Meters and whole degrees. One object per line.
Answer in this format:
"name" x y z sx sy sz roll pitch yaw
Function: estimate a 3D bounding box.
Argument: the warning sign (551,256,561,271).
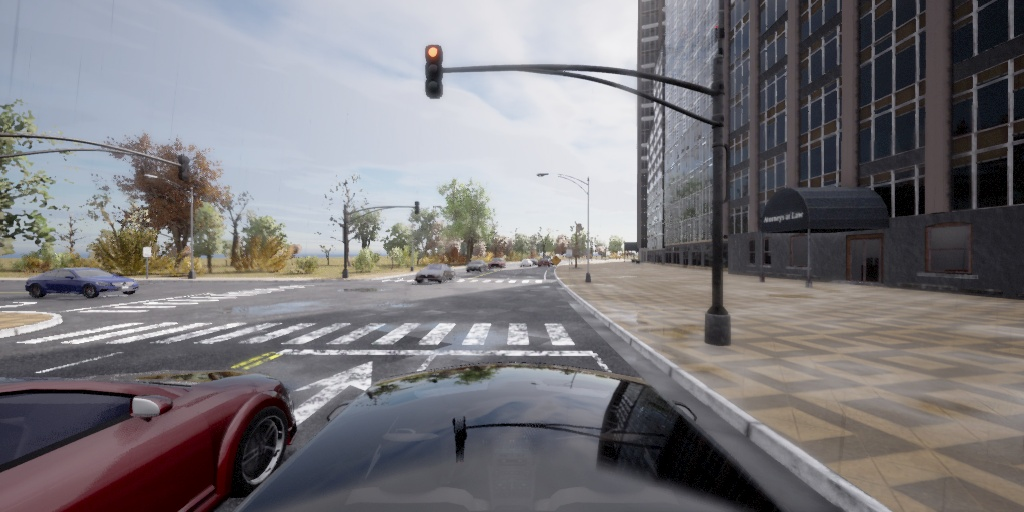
"warning sign" 5.397 0.868 43.986 1.300 1.860 1.060 0 0 7

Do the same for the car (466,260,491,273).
"car" -4.184 1.254 42.900 1.837 1.490 4.892 0 0 7

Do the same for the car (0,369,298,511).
"car" -3.108 1.314 1.836 1.994 1.385 4.181 0 0 0

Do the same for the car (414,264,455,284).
"car" -5.664 1.294 27.086 2.033 1.411 5.357 0 0 4

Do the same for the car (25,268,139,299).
"car" -21.674 1.322 18.105 4.674 1.442 1.812 0 0 4

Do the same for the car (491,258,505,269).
"car" -2.340 1.105 56.761 2.097 1.767 4.553 0 0 7
